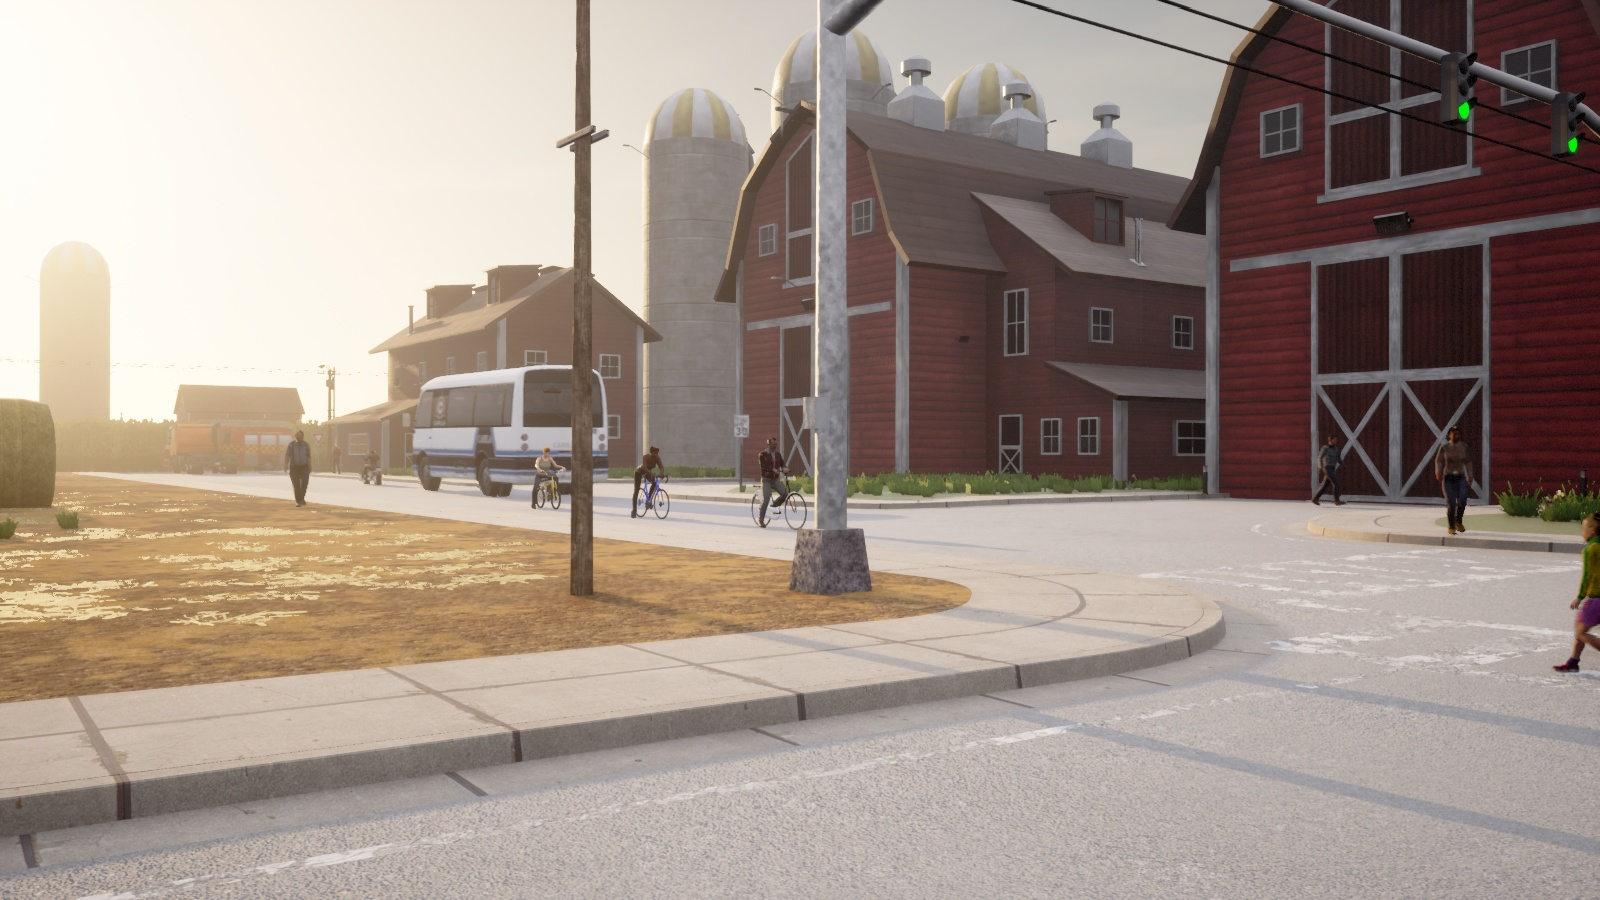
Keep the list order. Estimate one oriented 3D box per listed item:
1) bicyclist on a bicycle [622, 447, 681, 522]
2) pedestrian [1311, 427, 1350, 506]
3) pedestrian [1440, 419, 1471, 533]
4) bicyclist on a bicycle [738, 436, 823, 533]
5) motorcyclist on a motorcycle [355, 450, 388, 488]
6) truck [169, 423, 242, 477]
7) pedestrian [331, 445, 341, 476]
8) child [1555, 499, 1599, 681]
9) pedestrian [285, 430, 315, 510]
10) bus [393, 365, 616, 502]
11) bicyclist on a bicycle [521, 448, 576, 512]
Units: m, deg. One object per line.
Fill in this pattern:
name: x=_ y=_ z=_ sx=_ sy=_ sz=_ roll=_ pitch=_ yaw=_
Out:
bicyclist on a bicycle: x=-3.331 y=0.747 z=28.083 sx=0.582 sy=1.620 sz=1.656 roll=0 pitch=0 yaw=-36
pedestrian: x=13.207 y=0.409 z=31.286 sx=0.423 sy=1.949 sz=0.788 roll=0 pitch=0 yaw=-35
pedestrian: x=10.626 y=0.406 z=20.366 sx=0.328 sy=1.805 sz=0.869 roll=0 pitch=0 yaw=20
bicyclist on a bicycle: x=-0.399 y=0.641 z=24.027 sx=0.659 sy=1.776 sz=1.843 roll=-1 pitch=0 yaw=-36
motorcyclist on a motorcycle: x=-19.036 y=0.845 z=55.759 sx=0.766 sy=1.649 sz=2.350 roll=0 pitch=0 yaw=-36
truck: x=-39.942 y=0.033 z=84.178 sx=2.891 sy=3.462 sz=7.936 roll=-1 pitch=0 yaw=-37
pedestrian: x=-27.094 y=0.617 z=73.327 sx=0.331 sy=1.846 sz=0.636 roll=0 pitch=0 yaw=-37
child: x=5.279 y=0.913 z=8.238 sx=0.299 sy=1.160 sz=0.473 roll=0 pitch=0 yaw=-31
pedestrian: x=-11.665 y=0.467 z=29.291 sx=0.540 sy=1.848 sz=0.694 roll=0 pitch=0 yaw=-30
bus: x=-10.666 y=-0.566 z=44.187 sx=3.944 sy=4.253 sz=10.273 roll=-1 pitch=1 yaw=-36
bicyclist on a bicycle: x=-6.515 y=0.748 z=32.483 sx=0.866 sy=1.612 sz=1.509 roll=0 pitch=0 yaw=-36
